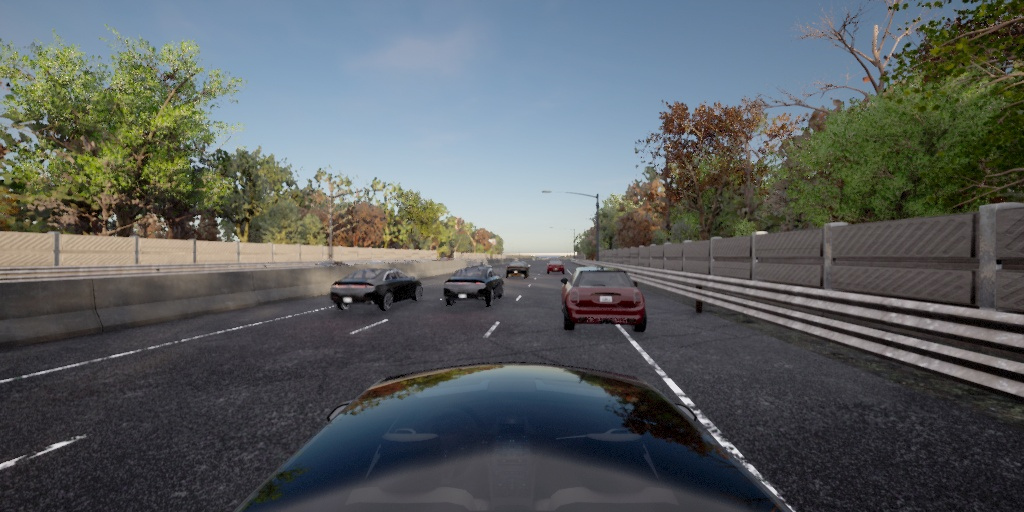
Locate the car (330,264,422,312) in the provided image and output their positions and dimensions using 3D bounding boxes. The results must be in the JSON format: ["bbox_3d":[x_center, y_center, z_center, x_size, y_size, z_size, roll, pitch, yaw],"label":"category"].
[{"bbox_3d":[-5.182,1.244,14.361,2.128,1.511,4.902,0,0,7],"label":"car"}]

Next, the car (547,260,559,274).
[{"bbox_3d":[4.998,1.245,40.811,1.882,1.535,5.008,0,0,7],"label":"car"}]

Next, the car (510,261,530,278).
[{"bbox_3d":[0.630,1.240,33.542,1.882,1.535,5.008,0,0,7],"label":"car"}]

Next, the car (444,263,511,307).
[{"bbox_3d":[-1.513,1.245,15.562,2.128,1.511,4.902,0,0,7],"label":"car"}]

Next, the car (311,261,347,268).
[{"bbox_3d":[-20.021,1.265,39.392,1.837,1.490,4.892,0,0,7],"label":"car"}]

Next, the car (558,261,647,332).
[{"bbox_3d":[2.613,1.104,11.118,2.097,1.767,4.553,0,0,7],"label":"car"}]

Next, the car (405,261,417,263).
[{"bbox_3d":[-12.475,1.328,43.547,1.994,1.385,4.181,0,0,7],"label":"car"}]

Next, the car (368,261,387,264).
[{"bbox_3d":[-16.123,1.288,42.601,1.812,1.442,4.674,0,0,7],"label":"car"}]
